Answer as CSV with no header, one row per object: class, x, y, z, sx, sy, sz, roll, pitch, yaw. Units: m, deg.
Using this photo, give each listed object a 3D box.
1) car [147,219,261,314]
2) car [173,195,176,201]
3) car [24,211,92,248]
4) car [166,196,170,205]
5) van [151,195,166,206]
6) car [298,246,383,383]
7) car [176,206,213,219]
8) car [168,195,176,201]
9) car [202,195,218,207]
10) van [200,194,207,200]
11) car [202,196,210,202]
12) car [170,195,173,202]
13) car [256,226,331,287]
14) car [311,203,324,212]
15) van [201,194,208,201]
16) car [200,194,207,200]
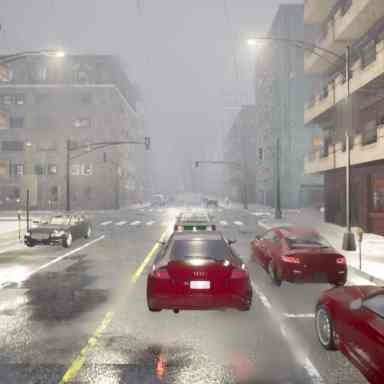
car,0.117,1.565,7.726,1.994,1.385,4.181,0,0,-1
car,-5.264,1.568,75.471,1.947,1.339,4.313,1,0,0
car,-5.749,1.553,14.751,2.008,1.369,4.403,1,0,0
car,-5.396,1.568,58.459,1.947,1.339,4.313,1,0,0
van,-5.511,1.344,52.796,1.690,1.788,3.998,1,0,0
car,2.672,1.583,3.330,1.802,1.307,4.206,1,0,0
car,0.125,1.603,16.544,1.895,1.301,4.718,0,0,0
car,-5.175,1.546,86.811,1.887,1.381,4.507,1,0,0
car,3.035,1.553,51.123,2.008,1.369,4.403,1,0,0
van,3.252,1.341,92.391,1.690,1.788,3.998,1,0,0
car,3.116,1.583,75.381,1.802,1.307,4.206,1,0,0
car,-5.350,1.442,64.129,1.967,1.590,4.097,1,0,0
car,2.680,1.583,9.001,1.802,1.307,4.206,1,0,0
car,15.599,1.515,36.878,4.507,1.381,1.887,0,-1,1
van,3.208,1.341,86.721,1.690,1.788,3.998,1,0,0
car,3.072,1.552,69.711,2.008,1.369,4.403,1,0,0
